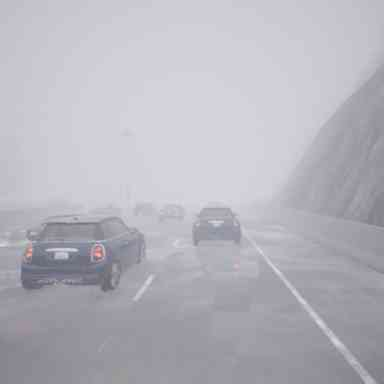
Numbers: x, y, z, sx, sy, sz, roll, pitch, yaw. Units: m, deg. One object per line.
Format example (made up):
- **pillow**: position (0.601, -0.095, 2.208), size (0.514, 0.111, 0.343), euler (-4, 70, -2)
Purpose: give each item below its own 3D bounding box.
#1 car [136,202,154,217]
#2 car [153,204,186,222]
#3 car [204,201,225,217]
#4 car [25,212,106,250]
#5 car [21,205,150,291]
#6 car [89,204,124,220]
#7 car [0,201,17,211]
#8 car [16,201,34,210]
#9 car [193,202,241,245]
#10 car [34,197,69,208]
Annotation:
- **car**: position (-4.673, 1.744, 33.952), size (1.837, 1.490, 4.892), euler (-1, 0, 5)
- **car**: position (-1.598, 1.719, 28.215), size (2.033, 1.411, 5.357), euler (-1, 0, 4)
- **car**: position (2.367, 1.720, 34.099), size (1.994, 1.385, 4.181), euler (-1, 0, 5)
- **car**: position (-5.840, 1.758, 16.073), size (1.895, 1.301, 4.718), euler (-1, 0, 3)
- **car**: position (-2.735, 1.436, 9.442), size (2.097, 1.767, 4.553), euler (-1, 0, 3)
- **car**: position (-8.301, 1.876, 32.609), size (1.895, 1.301, 4.718), euler (-1, 0, 4)
- **car**: position (-27.488, 2.124, 51.013), size (1.882, 1.535, 5.008), euler (-1, 0, 9)
- **car**: position (-24.027, 2.160, 50.484), size (1.994, 1.385, 4.181), euler (-1, 0, 9)
- **car**: position (1.172, 1.425, 16.134), size (2.097, 1.767, 4.553), euler (-1, 0, 3)
- **car**: position (-20.576, 1.826, 49.928), size (2.150, 2.045, 5.566), euler (-1, 0, 9)
